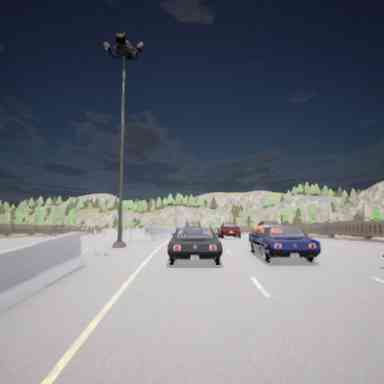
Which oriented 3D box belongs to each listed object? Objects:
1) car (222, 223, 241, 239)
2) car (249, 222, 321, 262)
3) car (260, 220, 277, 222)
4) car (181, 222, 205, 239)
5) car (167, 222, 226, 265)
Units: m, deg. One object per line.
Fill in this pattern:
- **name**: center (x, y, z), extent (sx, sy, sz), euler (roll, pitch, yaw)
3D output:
- **car**: center (3.604, 3.786, 32.873), extent (1.882, 1.535, 5.008), euler (0, -6, 0)
- **car**: center (3.601, 2.070, 13.881), extent (1.895, 1.301, 4.718), euler (0, -4, 0)
- **car**: center (7.104, 3.503, 31.478), extent (2.097, 1.767, 4.553), euler (0, -6, 0)
- **car**: center (0.104, 3.682, 31.822), extent (2.128, 1.511, 4.902), euler (0, -6, 0)
- **car**: center (0.101, 2.039, 13.367), extent (1.895, 1.301, 4.718), euler (0, -3, 0)
